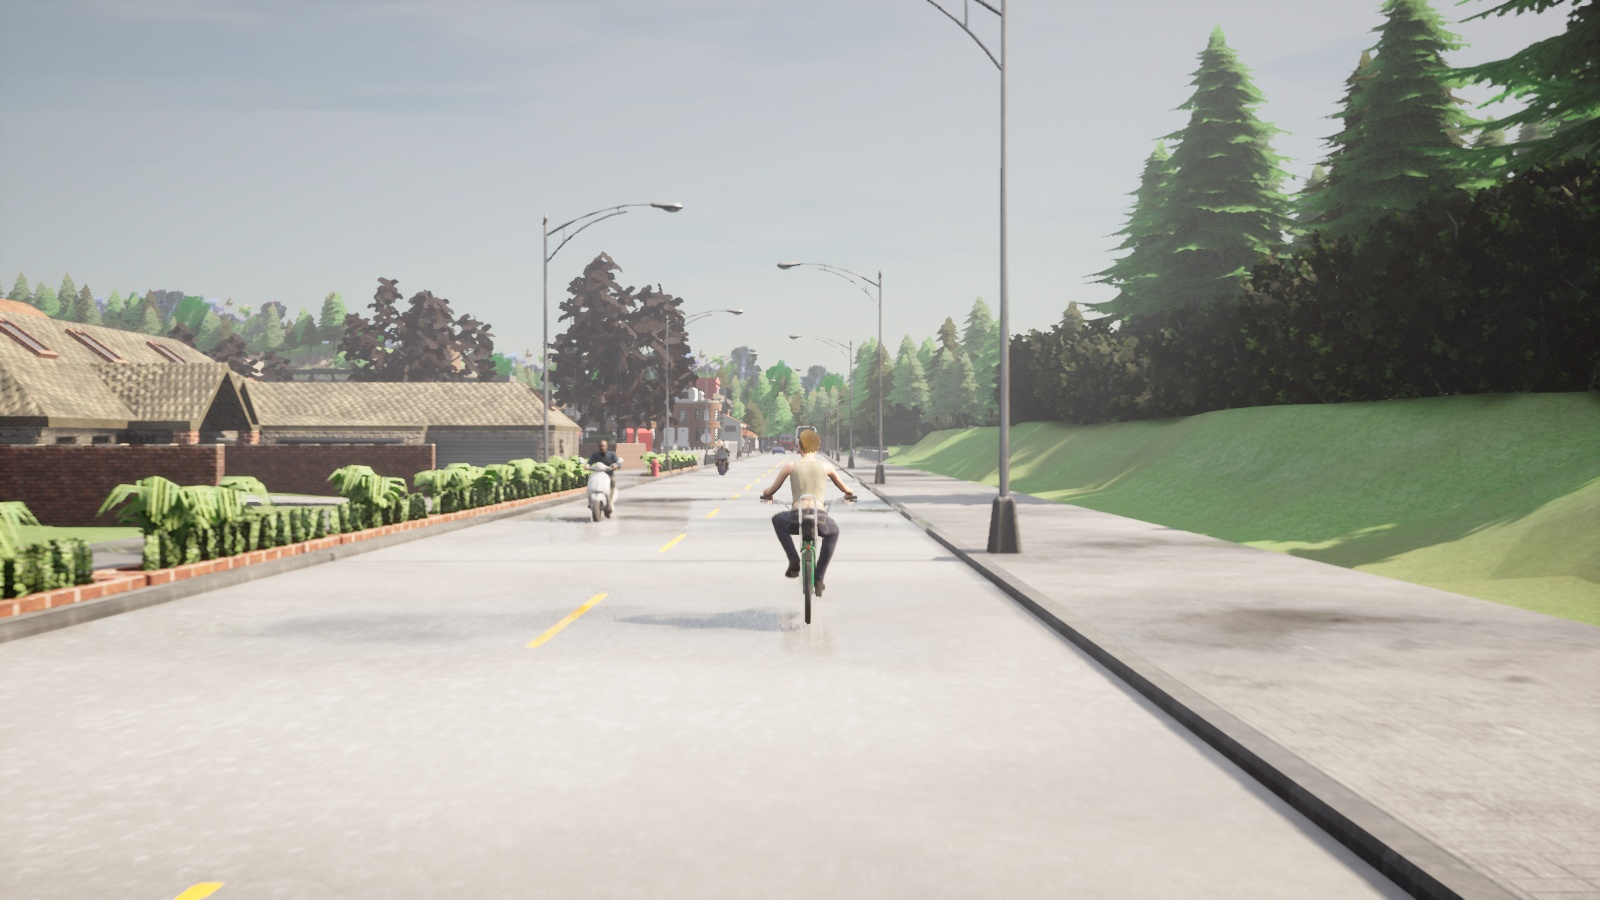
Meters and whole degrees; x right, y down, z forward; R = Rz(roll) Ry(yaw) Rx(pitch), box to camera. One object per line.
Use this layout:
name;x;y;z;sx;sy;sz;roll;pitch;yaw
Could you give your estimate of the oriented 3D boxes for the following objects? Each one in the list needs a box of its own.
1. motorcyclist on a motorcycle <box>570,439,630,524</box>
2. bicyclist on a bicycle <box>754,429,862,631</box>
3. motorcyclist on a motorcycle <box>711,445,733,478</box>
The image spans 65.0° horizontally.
motorcyclist on a motorcycle;-3.846;0.588;24.327;0.866;1.590;1.817;0;0;0
bicyclist on a bicycle;0.072;0.635;10.791;0.866;1.612;1.509;0;0;1
motorcyclist on a motorcycle;-3.664;0.513;59.244;0.866;1.530;2.191;0;0;0
